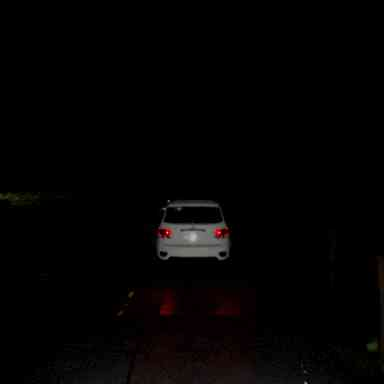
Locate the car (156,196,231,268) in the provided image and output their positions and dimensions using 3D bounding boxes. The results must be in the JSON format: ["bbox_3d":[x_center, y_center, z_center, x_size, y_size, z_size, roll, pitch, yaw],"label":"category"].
[{"bbox_3d":[0.063,1.260,11.531,2.150,2.045,5.566,0,0,1],"label":"car"}]

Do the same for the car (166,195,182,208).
[{"bbox_3d":[-2.697,1.419,50.717,2.097,1.767,4.553,0,0,0],"label":"car"}]

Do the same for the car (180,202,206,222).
[{"bbox_3d":[0.122,1.626,27.721,1.994,1.385,4.181,0,0,1],"label":"car"}]
